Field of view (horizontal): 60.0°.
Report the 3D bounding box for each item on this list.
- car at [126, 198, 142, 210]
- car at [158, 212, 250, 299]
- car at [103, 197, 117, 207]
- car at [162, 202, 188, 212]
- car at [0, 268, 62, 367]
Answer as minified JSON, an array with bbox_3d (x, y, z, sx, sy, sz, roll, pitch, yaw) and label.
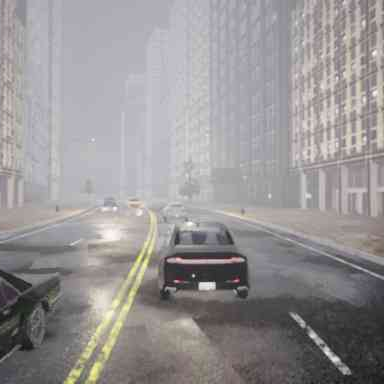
[{"bbox_3d":[-7.573,1.465,43.450,1.882,1.535,5.008,0,0,-11],"label":"car"},{"bbox_3d":[0.173,1.488,8.449,2.128,1.511,4.902,0,0,-2],"label":"car"},{"bbox_3d":[-12.188,1.448,49.604,1.882,1.535,5.008,0,0,-13],"label":"car"},{"bbox_3d":[-1.397,1.522,26.820,1.812,1.442,4.674,0,0,-7],"label":"car"},{"bbox_3d":[-3.075,1.594,3.392,1.895,1.301,4.718,0,0,-2],"label":"car"}]
